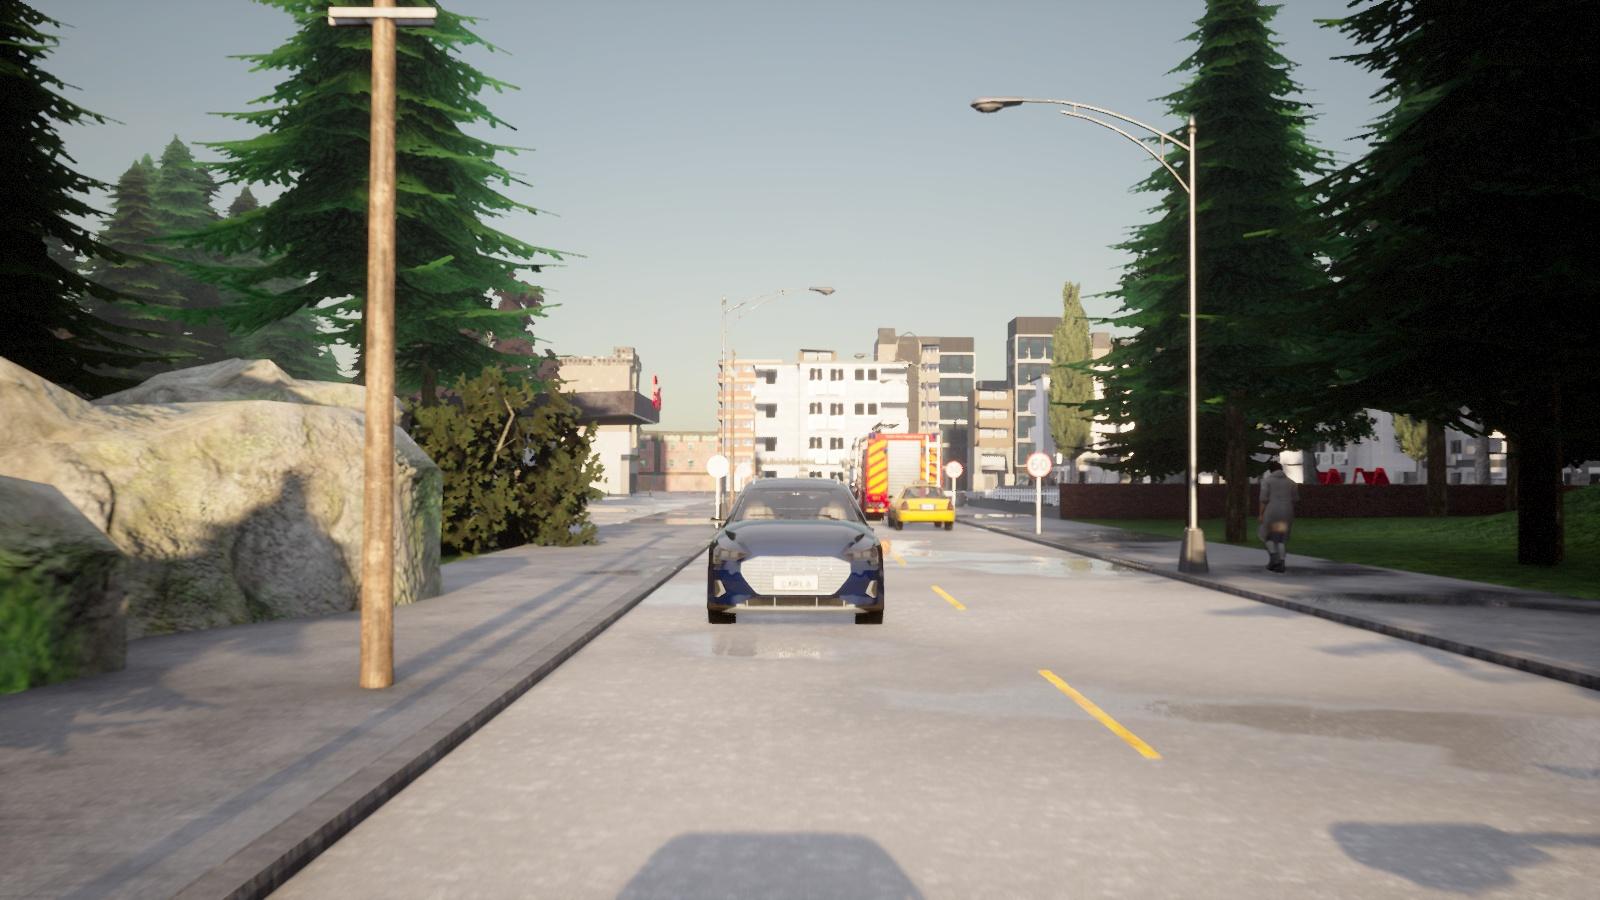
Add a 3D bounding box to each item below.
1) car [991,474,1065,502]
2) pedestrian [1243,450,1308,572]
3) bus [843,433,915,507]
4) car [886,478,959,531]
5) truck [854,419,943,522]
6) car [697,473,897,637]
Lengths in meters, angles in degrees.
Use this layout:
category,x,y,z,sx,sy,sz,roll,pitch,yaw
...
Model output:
category,x,y,z,sx,sy,sz,roll,pitch,yaw
car,15.369,2.584,84.742,4.605,1.855,1.932,0,-1,0
pedestrian,7.813,0.992,20.647,0.659,1.952,0.873,0,-1,-5
bus,4.753,1.278,77.847,3.944,4.253,10.273,0,-2,1
car,3.878,1.707,40.519,1.801,1.575,5.366,0,-1,0
truck,3.833,0.849,50.871,2.891,3.827,8.468,0,-1,0
car,-0.040,1.115,15.196,2.033,1.649,4.856,0,-1,0
